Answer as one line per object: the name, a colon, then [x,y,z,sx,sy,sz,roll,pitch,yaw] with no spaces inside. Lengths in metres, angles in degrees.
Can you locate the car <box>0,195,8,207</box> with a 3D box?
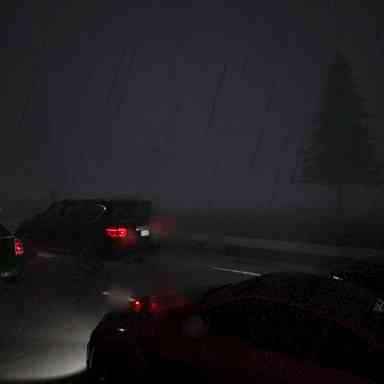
car: [-13.323,1.351,25.791,2.097,1.767,4.553,0,0,35]

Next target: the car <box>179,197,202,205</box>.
car: [-0.212,1.601,61.641,1.895,1.301,4.718,0,0,37]

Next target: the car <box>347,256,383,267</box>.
car: [4.703,1.478,4.933,5.008,1.535,1.882,0,0,35]

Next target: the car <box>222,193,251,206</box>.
car: [7.729,1.224,54.717,2.150,2.045,5.566,0,0,37]

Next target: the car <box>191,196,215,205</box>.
car: [2.006,1.525,58.755,1.812,1.442,4.674,0,0,37]

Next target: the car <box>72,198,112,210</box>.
car: [-13.129,1.506,44.015,1.837,1.490,4.892,0,0,36]

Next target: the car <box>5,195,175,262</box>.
car: [-3.473,1.221,10.732,5.566,2.045,2.150,0,0,36]

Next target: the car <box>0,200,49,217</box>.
car: [-17.111,1.548,32.688,2.033,1.411,5.357,0,0,37]

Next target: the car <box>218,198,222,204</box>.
car: [5.759,1.601,57.941,1.895,1.301,4.718,0,0,37]

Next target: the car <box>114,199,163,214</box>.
car: [-5.747,1.548,36.321,2.033,1.411,5.357,0,0,36]

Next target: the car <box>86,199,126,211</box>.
car: [-10.609,1.601,41.530,1.895,1.301,4.718,0,0,36]

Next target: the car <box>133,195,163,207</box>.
car: [-6.850,1.351,52.599,2.097,1.767,4.553,0,0,36]

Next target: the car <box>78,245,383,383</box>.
car: [0.834,1.564,3.394,4.181,1.385,1.994,0,0,35]

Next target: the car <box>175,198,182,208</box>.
car: [-0.842,1.548,48.965,2.033,1.411,5.357,0,0,36]

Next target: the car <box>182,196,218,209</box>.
car: [1.107,1.601,45.697,1.895,1.301,4.718,0,0,36]

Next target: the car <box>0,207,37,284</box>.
car: [-6.217,1.352,8.391,4.553,1.767,2.097,0,0,36]
